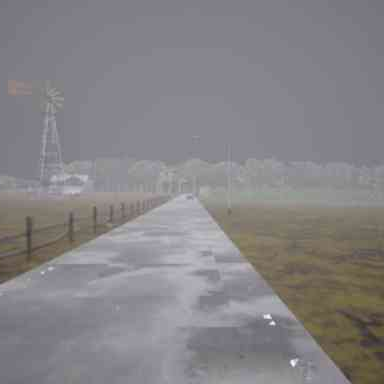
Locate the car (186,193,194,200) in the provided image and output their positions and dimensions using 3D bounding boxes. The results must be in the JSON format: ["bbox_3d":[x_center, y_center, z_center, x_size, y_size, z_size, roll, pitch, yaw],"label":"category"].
[{"bbox_3d":[-0.440,1.217,86.124,1.882,1.535,5.008,0,0,0],"label":"car"}]
